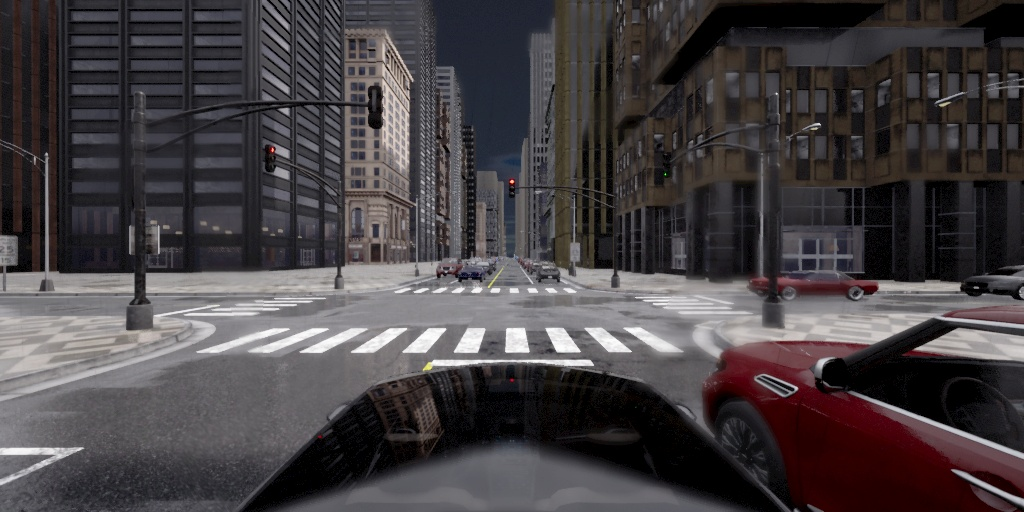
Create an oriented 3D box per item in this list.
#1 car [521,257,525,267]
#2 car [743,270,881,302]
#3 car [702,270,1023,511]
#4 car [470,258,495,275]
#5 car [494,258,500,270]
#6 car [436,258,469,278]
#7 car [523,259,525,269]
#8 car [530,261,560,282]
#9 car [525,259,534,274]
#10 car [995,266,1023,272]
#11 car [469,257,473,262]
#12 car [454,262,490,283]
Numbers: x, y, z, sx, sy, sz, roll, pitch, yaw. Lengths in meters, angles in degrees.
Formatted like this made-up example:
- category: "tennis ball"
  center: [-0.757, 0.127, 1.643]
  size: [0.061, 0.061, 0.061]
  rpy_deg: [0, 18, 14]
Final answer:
- category: "car"
  center: [2.783, 1.199, 56.406]
  size: [1.967, 1.591, 4.097]
  rpy_deg: [0, 0, 0]
- category: "car"
  center: [13.525, 1.314, 16.376]
  size: [4.718, 1.301, 1.895]
  rpy_deg: [0, 0, 0]
- category: "car"
  center: [2.762, 1.065, 1.230]
  size: [2.192, 1.841, 5.009]
  rpy_deg: [0, 0, 0]
- category: "car"
  center: [-3.087, 1.279, 38.430]
  size: [1.812, 1.442, 4.674]
  rpy_deg: [0, 0, 0]
- category: "car"
  center: [-3.076, 1.304, 48.799]
  size: [2.033, 1.411, 5.357]
  rpy_deg: [0, 0, 0]
- category: "car"
  center: [-5.751, 1.067, 33.837]
  size: [2.192, 1.841, 5.009]
  rpy_deg: [0, 0, 0]
- category: "car"
  center: [2.778, 1.300, 45.125]
  size: [1.888, 1.381, 4.507]
  rpy_deg: [0, 0, 0]
- category: "car"
  center: [2.772, 1.302, 28.203]
  size: [2.007, 1.370, 4.403]
  rpy_deg: [0, 0, 0]
- category: "car"
  center: [2.776, 1.304, 39.485]
  size: [2.007, 1.370, 4.403]
  rpy_deg: [0, 0, 0]
- category: "car"
  center: [23.670, 1.196, 16.422]
  size: [4.892, 1.490, 1.837]
  rpy_deg: [0, 0, 0]
- category: "car"
  center: [-5.749, 1.193, 39.479]
  size: [1.967, 1.591, 4.097]
  rpy_deg: [0, 0, 0]
- category: "car"
  center: [-3.090, 1.352, 28.462]
  size: [1.895, 1.301, 4.718]
  rpy_deg: [0, 0, 0]
